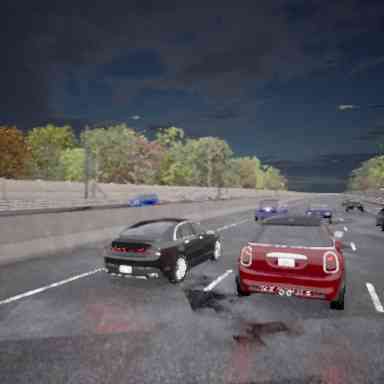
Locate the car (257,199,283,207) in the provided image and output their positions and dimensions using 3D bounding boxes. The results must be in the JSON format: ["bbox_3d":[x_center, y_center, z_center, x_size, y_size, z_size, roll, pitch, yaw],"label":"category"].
[{"bbox_3d":[6.438,1.366,26.690,2.097,1.767,4.553,0,0,23],"label":"car"}]

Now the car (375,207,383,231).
[{"bbox_3d":[12.343,1.561,20.172,1.812,1.442,4.674,0,0,23],"label":"car"}]

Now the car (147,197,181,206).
[{"bbox_3d":[-3.162,1.581,40.609,1.895,1.301,4.718,0,0,23],"label":"car"}]

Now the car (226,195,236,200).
[{"bbox_3d":[9.539,1.442,80.147,1.837,1.490,4.892,0,0,23],"label":"car"}]

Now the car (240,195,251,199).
[{"bbox_3d":[12.773,1.453,78.807,1.837,1.490,4.892,0,0,23],"label":"car"}]

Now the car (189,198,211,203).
[{"bbox_3d":[0.963,1.487,41.415,2.128,1.511,4.902,0,0,23],"label":"car"}]

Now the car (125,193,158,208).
[{"bbox_3d":[-6.214,1.192,42.383,2.150,2.045,5.566,0,0,23],"label":"car"}]

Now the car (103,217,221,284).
[{"bbox_3d":[-0.576,1.500,9.762,1.837,1.490,4.892,0,0,23],"label":"car"}]

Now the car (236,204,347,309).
[{"bbox_3d":[2.605,1.358,8.293,2.097,1.767,4.553,0,0,22],"label":"car"}]

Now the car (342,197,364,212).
[{"bbox_3d":[19.108,1.561,39.209,1.837,1.490,4.892,0,0,23],"label":"car"}]
